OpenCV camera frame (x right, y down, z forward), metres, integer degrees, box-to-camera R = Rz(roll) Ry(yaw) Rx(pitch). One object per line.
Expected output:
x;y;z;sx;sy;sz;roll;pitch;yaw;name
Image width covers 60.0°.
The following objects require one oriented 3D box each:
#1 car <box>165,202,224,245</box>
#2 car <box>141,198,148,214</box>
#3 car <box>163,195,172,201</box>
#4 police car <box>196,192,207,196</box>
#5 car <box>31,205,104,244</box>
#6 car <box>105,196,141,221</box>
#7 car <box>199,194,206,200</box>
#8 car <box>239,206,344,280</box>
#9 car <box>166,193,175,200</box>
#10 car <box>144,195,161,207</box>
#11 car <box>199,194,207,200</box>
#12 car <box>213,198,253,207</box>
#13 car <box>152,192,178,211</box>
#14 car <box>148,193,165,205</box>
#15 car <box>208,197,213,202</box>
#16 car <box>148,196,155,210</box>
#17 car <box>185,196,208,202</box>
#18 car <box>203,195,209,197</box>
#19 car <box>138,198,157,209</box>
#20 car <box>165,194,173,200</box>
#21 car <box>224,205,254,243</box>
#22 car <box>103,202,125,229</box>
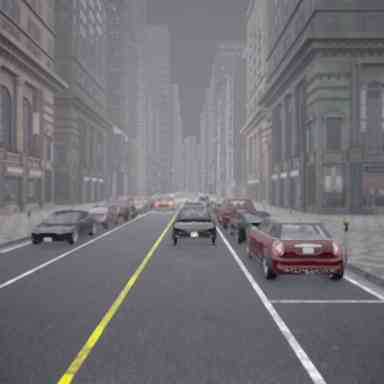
0.097;1.446;15.386;2.128;1.511;4.902;0;0;0;car
-5.749;1.433;32.099;1.752;1.417;4.829;0;0;0;car
-5.735;1.364;77.083;1.802;1.307;4.206;0;0;0;car
2.388;1.239;65.275;1.930;1.638;5.238;0;0;0;police car
-5.755;1.521;15.463;1.947;1.339;4.313;0;0;0;car
-5.750;1.238;26.666;2.192;1.841;5.009;0;0;0;car
2.794;1.297;88.292;1.887;1.381;4.507;0;0;0;car
2.769;1.411;9.862;1.967;1.590;4.097;0;0;0;car
-5.730;1.192;88.286;1.967;1.590;4.097;0;0;0;car
-5.743;1.299;49.074;1.967;1.590;4.097;0;0;0;car
2.793;1.292;82.859;1.752;1.417;4.829;0;0;0;car
2.773;1.254;21.065;2.192;1.841;5.009;0;0;0;car
-3.081;1.241;38.435;2.097;1.767;4.553;0;0;0;car
-5.741;1.158;54.675;2.192;1.841;5.009;0;0;0;car
2.776;1.457;32.270;2.008;1.369;4.403;0;0;0;car
-5.747;1.442;37.870;2.008;1.369;4.403;0;0;0;car
0.104;1.402;31.037;2.128;1.511;4.902;0;0;0;car
2.780;1.420;43.475;1.887;1.381;4.507;0;0;0;car
-5.746;1.441;43.472;1.947;1.339;4.313;0;0;0;car
-5.733;1.293;82.514;1.752;1.417;4.829;0;0;0;car
2.770;1.521;15.464;1.947;1.339;4.313;0;0;0;car
-5.753;1.521;21.065;1.802;1.307;4.206;0;0;0;car
